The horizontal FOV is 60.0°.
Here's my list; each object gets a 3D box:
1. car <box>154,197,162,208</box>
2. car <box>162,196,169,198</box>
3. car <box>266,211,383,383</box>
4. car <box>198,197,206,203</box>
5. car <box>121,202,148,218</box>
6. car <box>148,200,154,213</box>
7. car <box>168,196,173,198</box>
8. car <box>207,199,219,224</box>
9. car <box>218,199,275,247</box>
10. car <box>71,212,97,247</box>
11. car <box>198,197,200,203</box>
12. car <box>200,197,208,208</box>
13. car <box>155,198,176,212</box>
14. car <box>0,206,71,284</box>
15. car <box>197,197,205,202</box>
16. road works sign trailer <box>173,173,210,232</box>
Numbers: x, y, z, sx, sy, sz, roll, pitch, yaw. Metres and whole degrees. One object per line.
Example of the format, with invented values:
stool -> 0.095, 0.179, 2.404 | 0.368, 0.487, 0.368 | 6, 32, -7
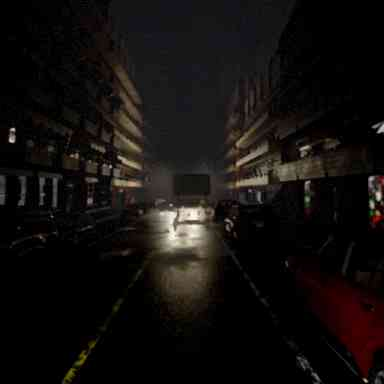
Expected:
car -> -5.751, 1.879, 49.073 | 2.008, 1.369, 4.403 | -1, 0, 0
car -> -5.763, 1.953, 60.276 | 2.008, 1.369, 4.403 | -1, 0, 0
car -> 2.673, 1.344, 4.239 | 2.192, 1.841, 5.009 | -1, 0, 0
car -> 2.588, 2.158, 88.266 | 1.947, 1.339, 4.313 | -1, 0, 0
car -> -5.733, 1.797, 32.266 | 1.802, 1.307, 4.206 | -1, 0, 0
car -> -5.739, 1.835, 37.868 | 1.802, 1.307, 4.206 | -1, 0, 0
car -> -5.778, 1.793, 71.482 | 2.192, 1.841, 5.009 | -1, 0, 0
car -> 2.649, 1.493, 26.647 | 2.192, 1.841, 5.009 | -1, 0, 0
car -> 2.661, 1.418, 15.443 | 2.192, 1.841, 5.009 | -1, 0, 0
car -> -5.723, 1.654, 15.461 | 2.008, 1.369, 4.403 | -1, 0, 0
car -> 2.617, 1.968, 60.256 | 1.947, 1.339, 4.313 | -1, 0, 0
car -> 2.622, 1.891, 54.825 | 1.752, 1.417, 4.829 | -1, 0, 0
car -> -3.136, 1.832, 42.663 | 2.033, 1.411, 5.357 | 0, 0, 0
car -> -5.703, 1.382, 9.860 | 2.192, 1.841, 5.009 | -1, 0, 0
car -> 2.582, 2.181, 93.869 | 2.008, 1.369, 4.403 | -1, 0, 0
road works sign trailer -> -0.019, 0.606, 21.295 | 2.380, 3.560, 2.880 | 0, 0, 1
